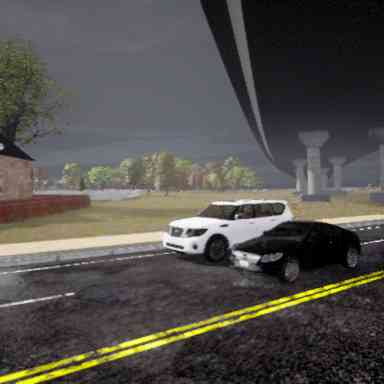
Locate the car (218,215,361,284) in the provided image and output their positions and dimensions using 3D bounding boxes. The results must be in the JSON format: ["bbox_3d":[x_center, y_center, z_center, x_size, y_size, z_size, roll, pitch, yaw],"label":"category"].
[{"bbox_3d":[3.251,1.593,9.965,4.674,1.442,1.812,0,-1,-35],"label":"car"}]

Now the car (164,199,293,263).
[{"bbox_3d":[1.652,1.320,12.820,5.566,2.045,2.150,0,0,-35],"label":"car"}]
